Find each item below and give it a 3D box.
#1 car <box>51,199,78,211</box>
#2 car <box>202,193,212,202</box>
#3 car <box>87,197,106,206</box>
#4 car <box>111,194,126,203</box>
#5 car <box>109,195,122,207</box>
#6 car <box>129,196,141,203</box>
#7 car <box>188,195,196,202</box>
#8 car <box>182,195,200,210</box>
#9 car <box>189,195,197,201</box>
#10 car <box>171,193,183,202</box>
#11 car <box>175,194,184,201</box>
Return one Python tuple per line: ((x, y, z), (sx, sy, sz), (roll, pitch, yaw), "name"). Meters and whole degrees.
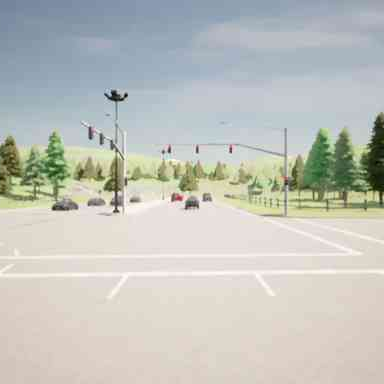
((-15.078, 1.543, 39.584), (1.994, 1.385, 4.181), (0, 0, 0), "car")
((3.559, 1.497, 73.969), (2.033, 1.411, 5.357), (0, 0, 1), "car")
((-15.069, 1.535, 52.573), (1.994, 1.385, 4.181), (0, 0, 0), "car")
((-14.977, 1.318, 67.713), (2.097, 1.767, 4.553), (0, 0, 0), "car")
((-11.571, 1.477, 51.926), (1.837, 1.490, 4.892), (0, 0, 0), "car")
((-11.480, 1.510, 67.695), (2.033, 1.411, 5.357), (0, 0, 0), "car")
((0.063, 1.435, 74.386), (1.882, 1.535, 5.008), (0, 0, 1), "car")
((0.013, 1.481, 43.367), (1.837, 1.490, 4.892), (0, 0, 0), "car")
((0.284, 1.421, 84.657), (2.128, 1.511, 4.902), (0, 0, 2), "car")
((-3.440, 1.181, 74.005), (2.150, 2.045, 5.566), (0, 0, 1), "car")
((-3.214, 1.374, 84.750), (1.882, 1.535, 5.008), (0, 0, 2), "car")
